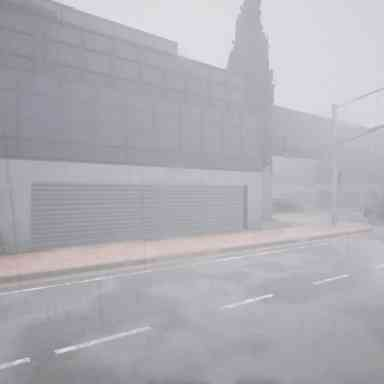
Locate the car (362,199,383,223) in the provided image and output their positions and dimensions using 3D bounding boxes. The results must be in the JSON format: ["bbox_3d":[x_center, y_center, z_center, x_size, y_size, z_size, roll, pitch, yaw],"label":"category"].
[{"bbox_3d":[14.794,1.492,23.609,2.128,1.511,4.902,0,0,-38],"label":"car"}]

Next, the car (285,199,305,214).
[{"bbox_3d":[9.866,1.491,35.985,2.128,1.511,4.902,0,0,-37],"label":"car"}]

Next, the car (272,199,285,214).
[{"bbox_3d":[6.605,1.548,34.508,2.033,1.411,5.357,0,0,-37],"label":"car"}]
